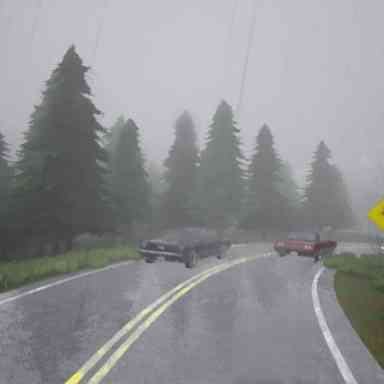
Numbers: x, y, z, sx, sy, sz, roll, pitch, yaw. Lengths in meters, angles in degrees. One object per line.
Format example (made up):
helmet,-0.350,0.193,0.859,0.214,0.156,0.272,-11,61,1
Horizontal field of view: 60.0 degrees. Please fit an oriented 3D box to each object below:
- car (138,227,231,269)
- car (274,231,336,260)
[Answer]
car,-0.089,2.057,12.980,1.895,1.301,4.718,1,-4,26
car,5.775,2.619,16.509,1.895,1.301,4.718,1,-5,35
